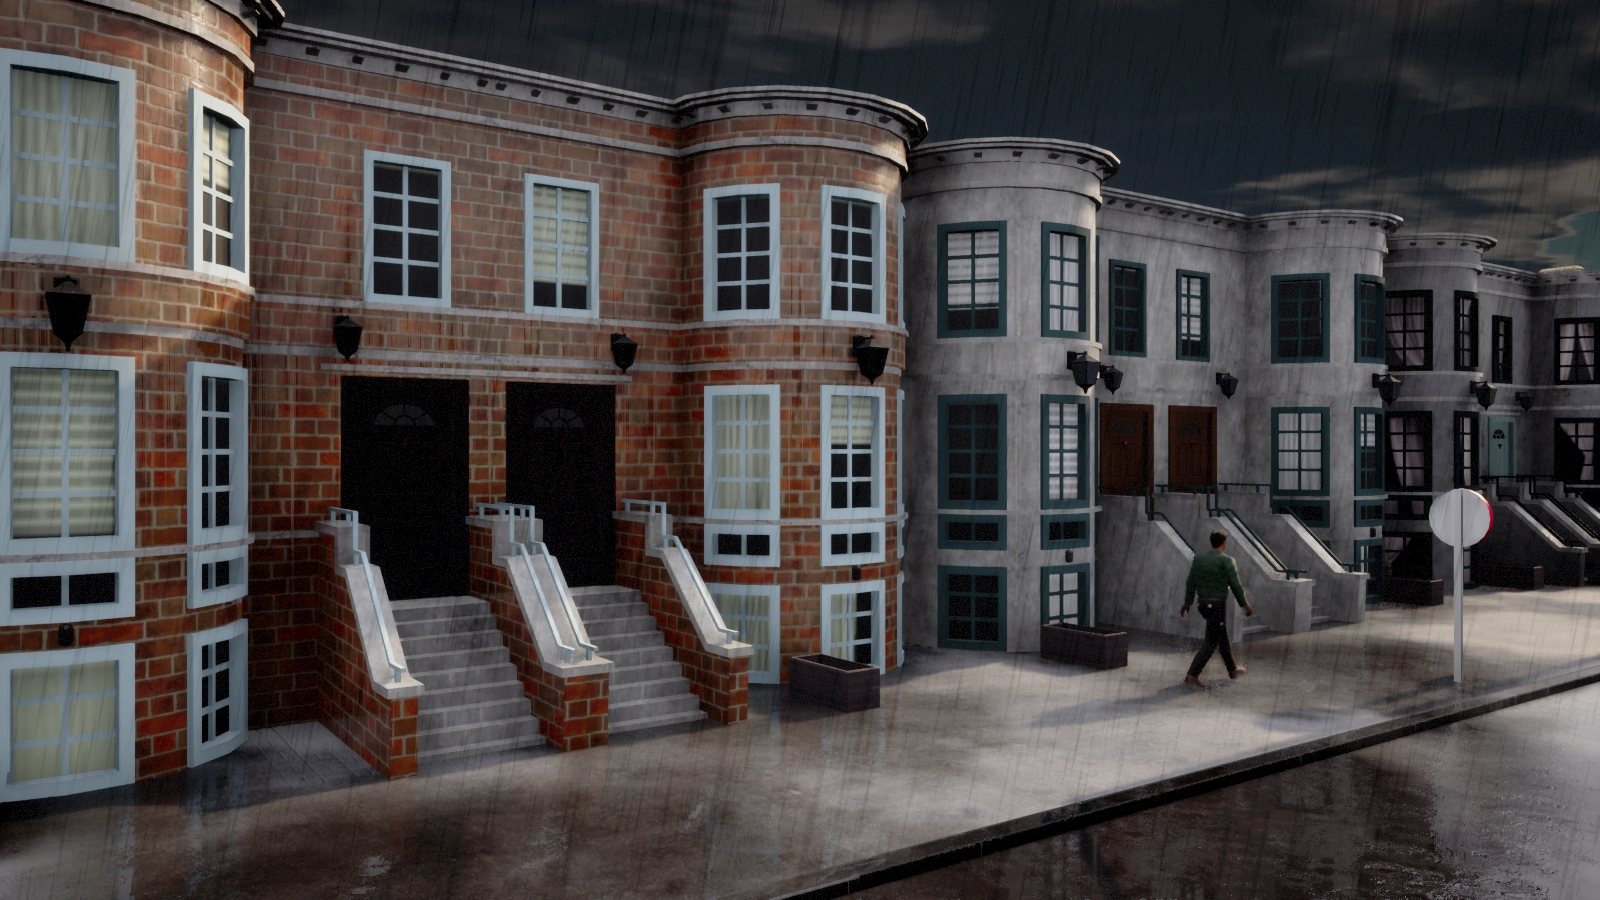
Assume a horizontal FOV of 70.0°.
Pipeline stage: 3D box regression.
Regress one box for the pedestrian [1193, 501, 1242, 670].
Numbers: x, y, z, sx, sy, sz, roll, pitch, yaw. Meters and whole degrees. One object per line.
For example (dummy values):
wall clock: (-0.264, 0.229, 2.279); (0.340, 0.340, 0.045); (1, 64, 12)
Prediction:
pedestrian: (4.753, 1.524, 13.015); (0.375, 1.860, 0.375); (0, 0, -29)
